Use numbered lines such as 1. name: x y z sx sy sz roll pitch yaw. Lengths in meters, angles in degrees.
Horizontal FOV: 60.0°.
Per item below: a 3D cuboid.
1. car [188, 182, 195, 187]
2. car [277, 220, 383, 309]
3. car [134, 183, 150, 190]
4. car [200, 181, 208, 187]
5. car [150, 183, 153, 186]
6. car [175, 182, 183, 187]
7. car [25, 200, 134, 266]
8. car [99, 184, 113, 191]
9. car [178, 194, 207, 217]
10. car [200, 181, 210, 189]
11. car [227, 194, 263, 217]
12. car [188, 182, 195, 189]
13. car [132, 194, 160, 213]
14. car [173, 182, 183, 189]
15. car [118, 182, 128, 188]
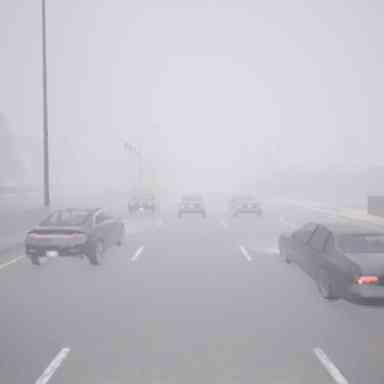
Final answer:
1. car: -0.131 -2.063 93.139 2.033 1.411 5.357 0 2 0
2. car: 3.536 1.400 7.958 2.033 1.411 5.357 0 2 1
3. car: -10.596 -0.971 68.311 2.033 1.411 5.357 0 2 0
4. car: 3.369 -2.248 93.106 2.097 1.767 4.553 0 2 0
5. car: -10.619 -1.651 84.732 2.033 1.411 5.357 0 2 0
6. car: -3.631 -2.124 93.131 1.882 1.535 5.008 0 2 0
7. car: -3.449 1.241 10.649 2.128 1.511 4.902 0 2 0
8. car: -17.596 -0.912 68.274 1.895 1.301 4.718 0 2 0
9. car: 0.015 0.832 22.704 2.033 1.411 5.357 0 2 0
10. car: 3.383 -1.546 83.118 1.994 1.385 4.181 0 2 0
11. car: 3.514 0.830 22.714 2.033 1.411 5.357 0 2 0
12. car: -0.117 -1.514 83.179 1.895 1.301 4.718 0 2 0
13. car: -3.471 0.796 24.982 1.895 1.301 4.718 0 2 0
14. car: -3.616 -1.618 82.723 1.882 1.535 5.008 0 2 0
15. car: -17.619 -1.688 84.720 1.837 1.490 4.892 0 2 0
